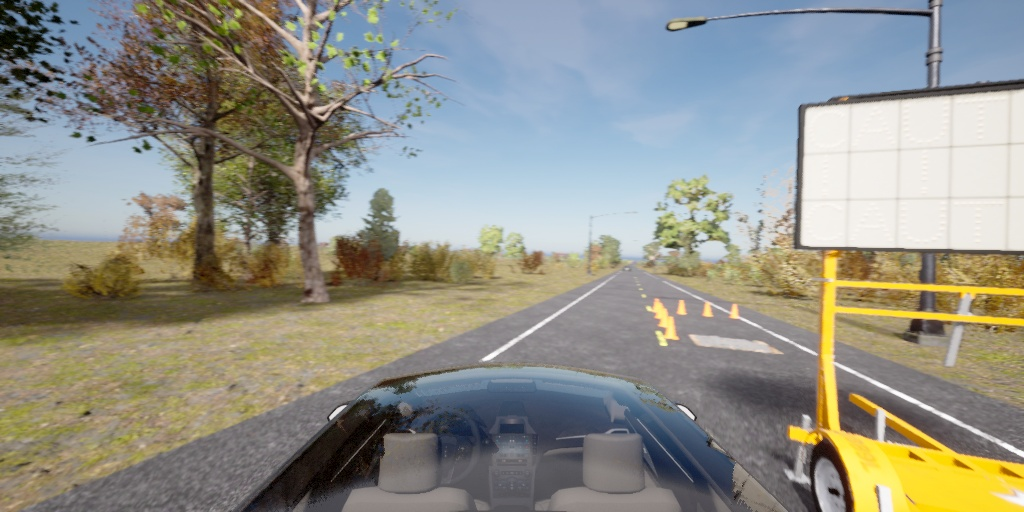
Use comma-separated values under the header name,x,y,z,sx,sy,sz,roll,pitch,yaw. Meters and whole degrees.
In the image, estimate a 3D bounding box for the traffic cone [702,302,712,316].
name,x,y,z,sx,sy,sz,roll,pitch,yaw
traffic cone,8.248,2.229,15.145,0.340,0.580,0.340,0,0,19

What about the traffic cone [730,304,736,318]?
name,x,y,z,sx,sy,sz,roll,pitch,yaw
traffic cone,9.195,2.265,14.827,0.340,0.580,0.340,0,0,19

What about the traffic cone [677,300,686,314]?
name,x,y,z,sx,sy,sz,roll,pitch,yaw
traffic cone,7.300,2.193,15.462,0.340,0.580,0.340,0,0,19

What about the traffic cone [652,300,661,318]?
name,x,y,z,sx,sy,sz,roll,pitch,yaw
traffic cone,5.719,2.106,13.884,0.340,0.580,0.340,0,0,19

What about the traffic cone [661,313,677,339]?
name,x,y,z,sx,sy,sz,roll,pitch,yaw
traffic cone,4.452,2.003,10.091,0.340,0.580,0.340,0,0,19

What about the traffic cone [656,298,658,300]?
name,x,y,z,sx,sy,sz,roll,pitch,yaw
traffic cone,6.353,2.157,15.780,0.340,0.580,0.340,0,0,19

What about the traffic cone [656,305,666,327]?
name,x,y,z,sx,sy,sz,roll,pitch,yaw
traffic cone,5.086,2.054,11.987,0.340,0.580,0.340,0,0,19

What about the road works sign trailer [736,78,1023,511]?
name,x,y,z,sx,sy,sz,roll,pitch,yaw
road works sign trailer,3.658,0.386,3.030,2.380,3.560,2.880,0,0,20
